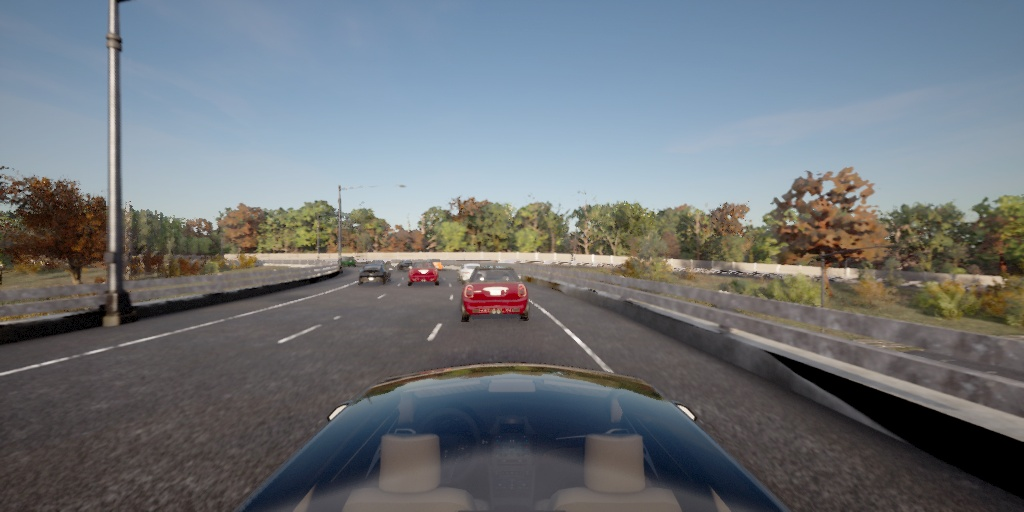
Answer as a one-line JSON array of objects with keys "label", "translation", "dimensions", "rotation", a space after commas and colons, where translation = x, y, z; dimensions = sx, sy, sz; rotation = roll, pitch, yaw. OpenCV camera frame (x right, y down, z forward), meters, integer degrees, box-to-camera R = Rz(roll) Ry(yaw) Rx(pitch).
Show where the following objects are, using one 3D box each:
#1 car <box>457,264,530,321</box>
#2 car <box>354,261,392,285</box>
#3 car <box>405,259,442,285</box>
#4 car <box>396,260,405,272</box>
[{"label": "car", "translation": [-0.692, 1.106, 12.725], "dimensions": [2.097, 1.767, 4.553], "rotation": [0, 0, -6]}, {"label": "car", "translation": [-10.166, 1.314, 26.820], "dimensions": [1.837, 1.490, 4.892], "rotation": [0, 0, -13]}, {"label": "car", "translation": [-6.551, 1.142, 26.681], "dimensions": [2.097, 1.767, 4.553], "rotation": [0, 0, -13]}, {"label": "car", "translation": [-14.715, 1.341, 49.482], "dimensions": [1.837, 1.490, 4.892], "rotation": [0, 0, -26]}]
